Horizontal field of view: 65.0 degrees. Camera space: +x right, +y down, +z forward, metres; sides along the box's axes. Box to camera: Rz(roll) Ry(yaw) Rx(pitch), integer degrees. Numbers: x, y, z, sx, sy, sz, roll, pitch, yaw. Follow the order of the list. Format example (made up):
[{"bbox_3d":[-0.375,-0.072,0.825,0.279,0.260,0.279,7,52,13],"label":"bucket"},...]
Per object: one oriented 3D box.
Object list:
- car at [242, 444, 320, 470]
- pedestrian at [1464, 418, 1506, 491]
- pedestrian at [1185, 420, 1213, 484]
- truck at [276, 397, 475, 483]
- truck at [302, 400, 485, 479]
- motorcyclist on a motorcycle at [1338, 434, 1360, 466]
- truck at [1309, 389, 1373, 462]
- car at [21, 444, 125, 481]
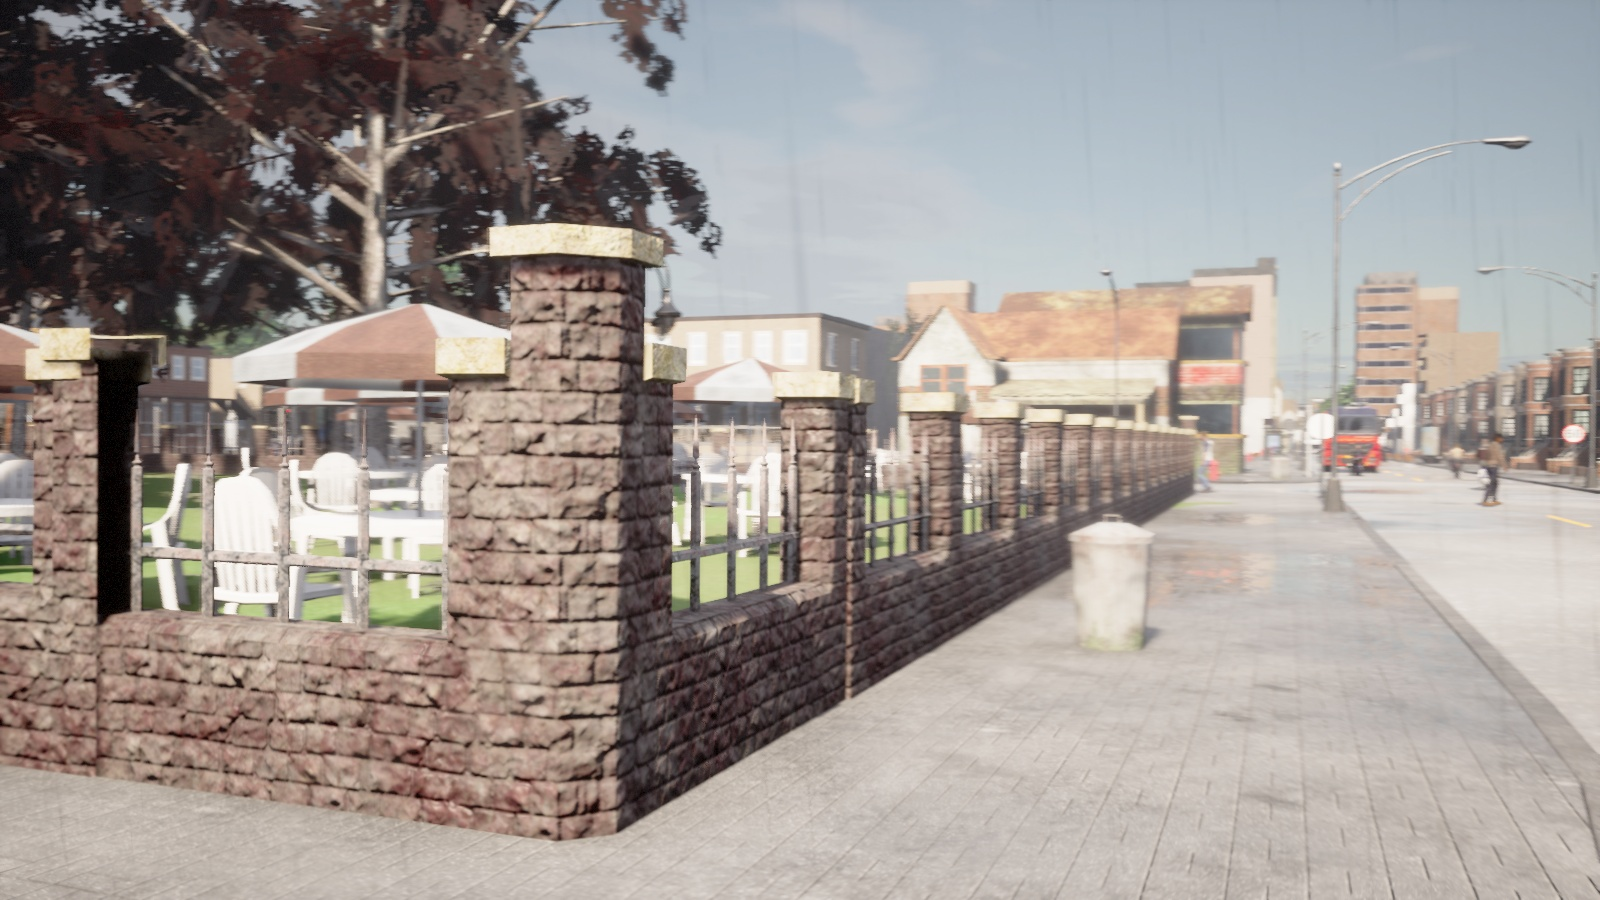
[{"bbox_3d":[-34.736,0.464,84.230,2.033,1.649,4.856,-1,1,21],"label":"car"},{"bbox_3d":[17.180,0.105,31.494,0.869,1.805,0.328,-1,0,-1],"label":"pedestrian"},{"bbox_3d":[11.483,0.054,36.150,0.706,1.836,0.354,-1,1,25],"label":"pedestrian"},{"bbox_3d":[-18.007,-0.401,53.280,7.936,3.462,2.891,-1,1,21],"label":"truck"},{"bbox_3d":[-18.743,-0.431,57.846,7.936,3.462,2.891,-1,1,21],"label":"truck"},{"bbox_3d":[26.797,-0.034,61.336,0.866,1.530,2.191,-1,1,21],"label":"motorcyclist on a motorcycle"},{"bbox_3d":[30.282,-1.358,70.599,2.891,3.827,8.468,-1,1,21],"label":"truck"},{"bbox_3d":[-34.514,0.585,59.600,4.611,1.667,2.242,0,1,30],"label":"car"}]
